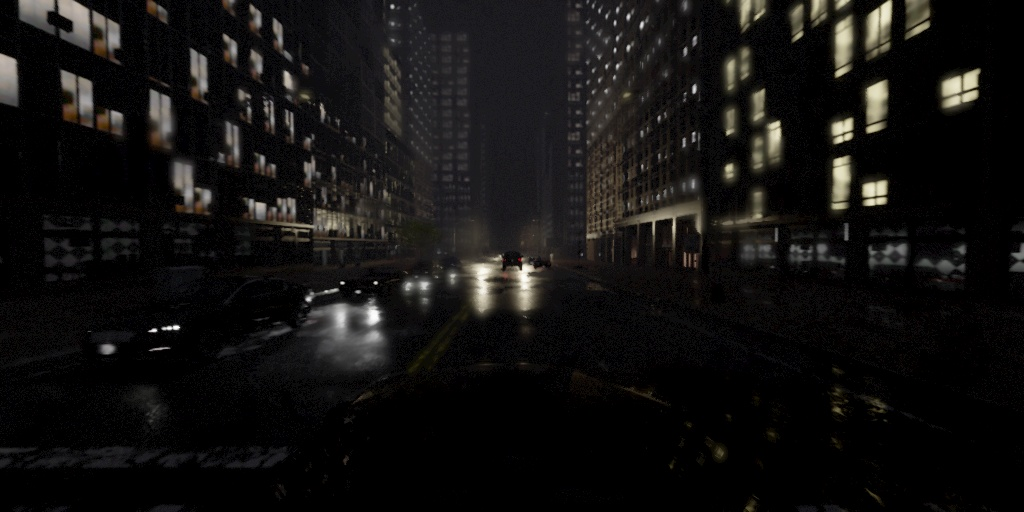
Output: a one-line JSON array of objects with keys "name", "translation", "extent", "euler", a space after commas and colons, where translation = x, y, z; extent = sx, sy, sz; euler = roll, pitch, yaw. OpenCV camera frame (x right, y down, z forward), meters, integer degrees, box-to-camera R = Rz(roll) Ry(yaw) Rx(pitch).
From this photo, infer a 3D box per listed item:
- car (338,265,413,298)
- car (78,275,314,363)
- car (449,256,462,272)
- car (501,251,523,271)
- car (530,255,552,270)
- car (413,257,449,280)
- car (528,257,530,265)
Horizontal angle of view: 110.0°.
[{"name": "car", "translation": [-6.585, 1.206, 17.579], "extent": [1.895, 1.301, 4.718], "euler": [0, 1, 0]}, {"name": "car", "translation": [-6.599, 1.224, 8.297], "extent": [2.128, 1.511, 4.902], "euler": [0, 1, 0]}, {"name": "car", "translation": [-6.513, 0.804, 37.687], "extent": [1.882, 1.535, 5.008], "euler": [0, 1, 1]}, {"name": "car", "translation": [0.046, 0.497, 38.825], "extent": [2.150, 2.045, 5.566], "euler": [0, 1, 0]}, {"name": "car", "translation": [3.400, 0.830, 40.905], "extent": [1.895, 1.301, 4.718], "euler": [0, 1, 0]}, {"name": "car", "translation": [-6.563, 1.018, 27.348], "extent": [2.033, 1.411, 5.357], "euler": [0, 1, 0]}, {"name": "car", "translation": [3.321, 0.572, 51.467], "extent": [2.128, 1.511, 4.902], "euler": [0, 1, 0]}]
